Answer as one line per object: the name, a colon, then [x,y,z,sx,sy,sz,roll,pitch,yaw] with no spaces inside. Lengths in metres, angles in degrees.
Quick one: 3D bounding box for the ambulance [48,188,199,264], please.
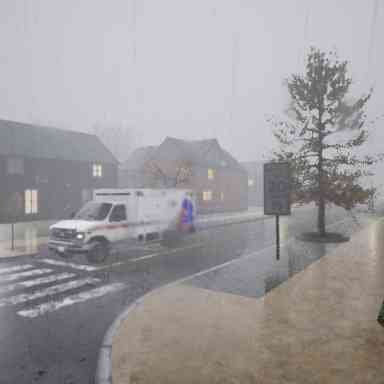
ambulance: [-2.344,1.098,13.116,2.351,2.431,6.366,-1,-1,34]
